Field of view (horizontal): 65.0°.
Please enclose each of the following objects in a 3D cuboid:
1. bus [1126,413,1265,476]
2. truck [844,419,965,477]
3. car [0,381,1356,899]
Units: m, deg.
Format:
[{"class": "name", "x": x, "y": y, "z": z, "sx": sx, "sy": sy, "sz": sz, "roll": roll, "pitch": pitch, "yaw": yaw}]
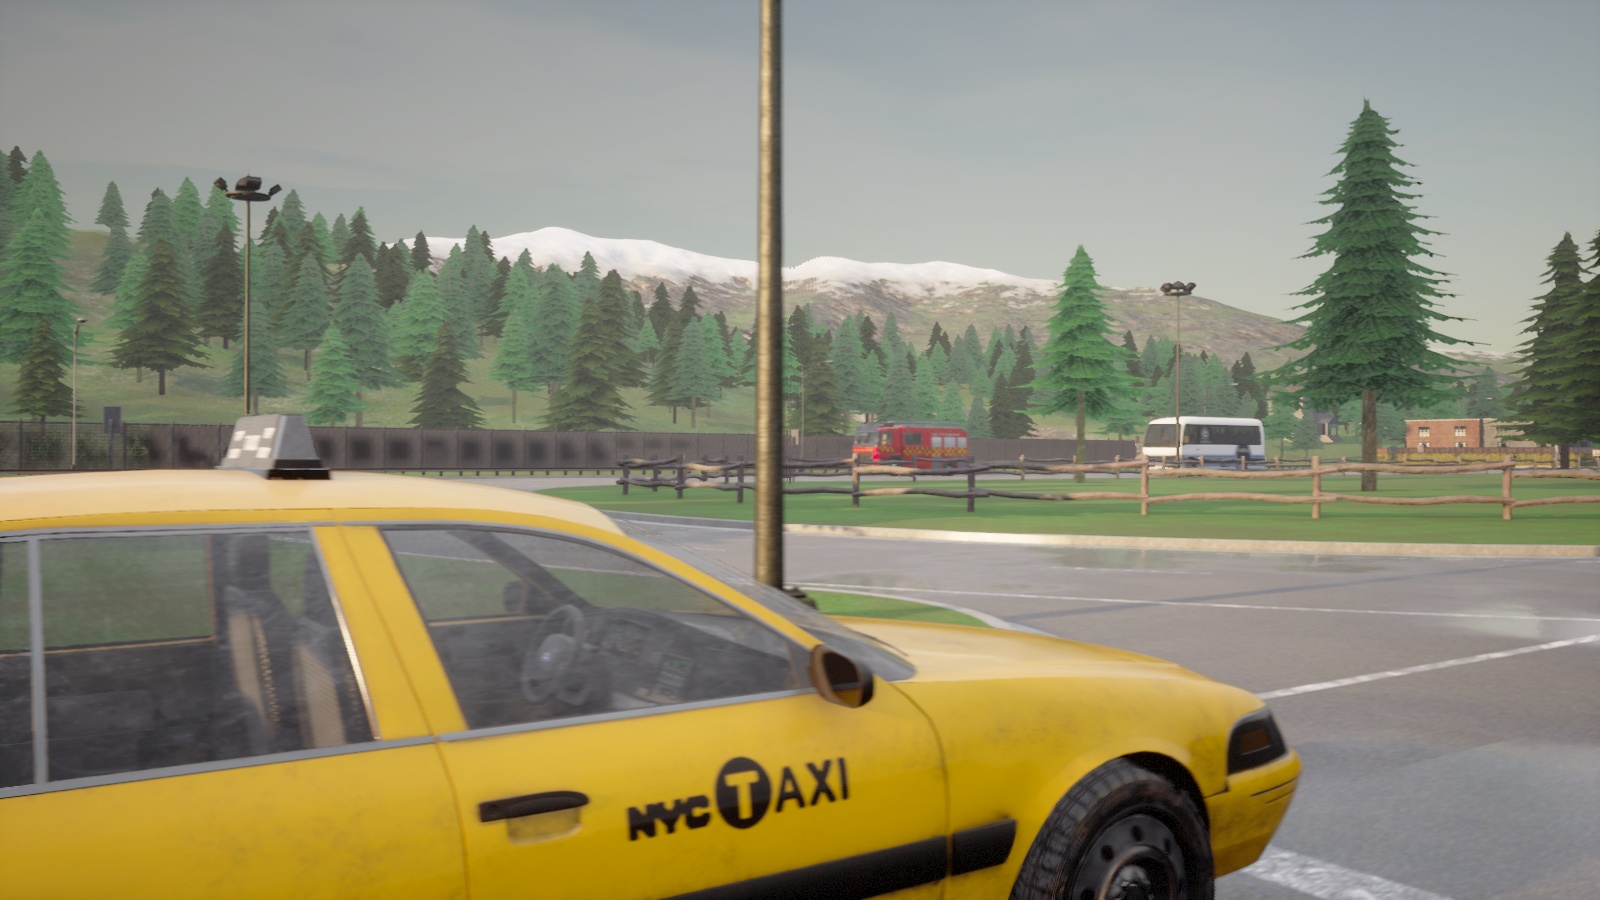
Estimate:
[{"class": "bus", "x": 28.138, "y": -0.342, "z": 89.102, "sx": 10.273, "sy": 4.253, "sz": 3.944, "roll": 0, "pitch": 0, "yaw": -35}, {"class": "truck", "x": 7.312, "y": -0.122, "z": 87.328, "sx": 8.468, "sy": 3.827, "sz": 2.891, "roll": 0, "pitch": 0, "yaw": -35}, {"class": "car", "x": -1.080, "y": 0.694, "z": 2.907, "sx": 5.366, "sy": 1.575, "sz": 1.801, "roll": 0, "pitch": 0, "yaw": -35}]
